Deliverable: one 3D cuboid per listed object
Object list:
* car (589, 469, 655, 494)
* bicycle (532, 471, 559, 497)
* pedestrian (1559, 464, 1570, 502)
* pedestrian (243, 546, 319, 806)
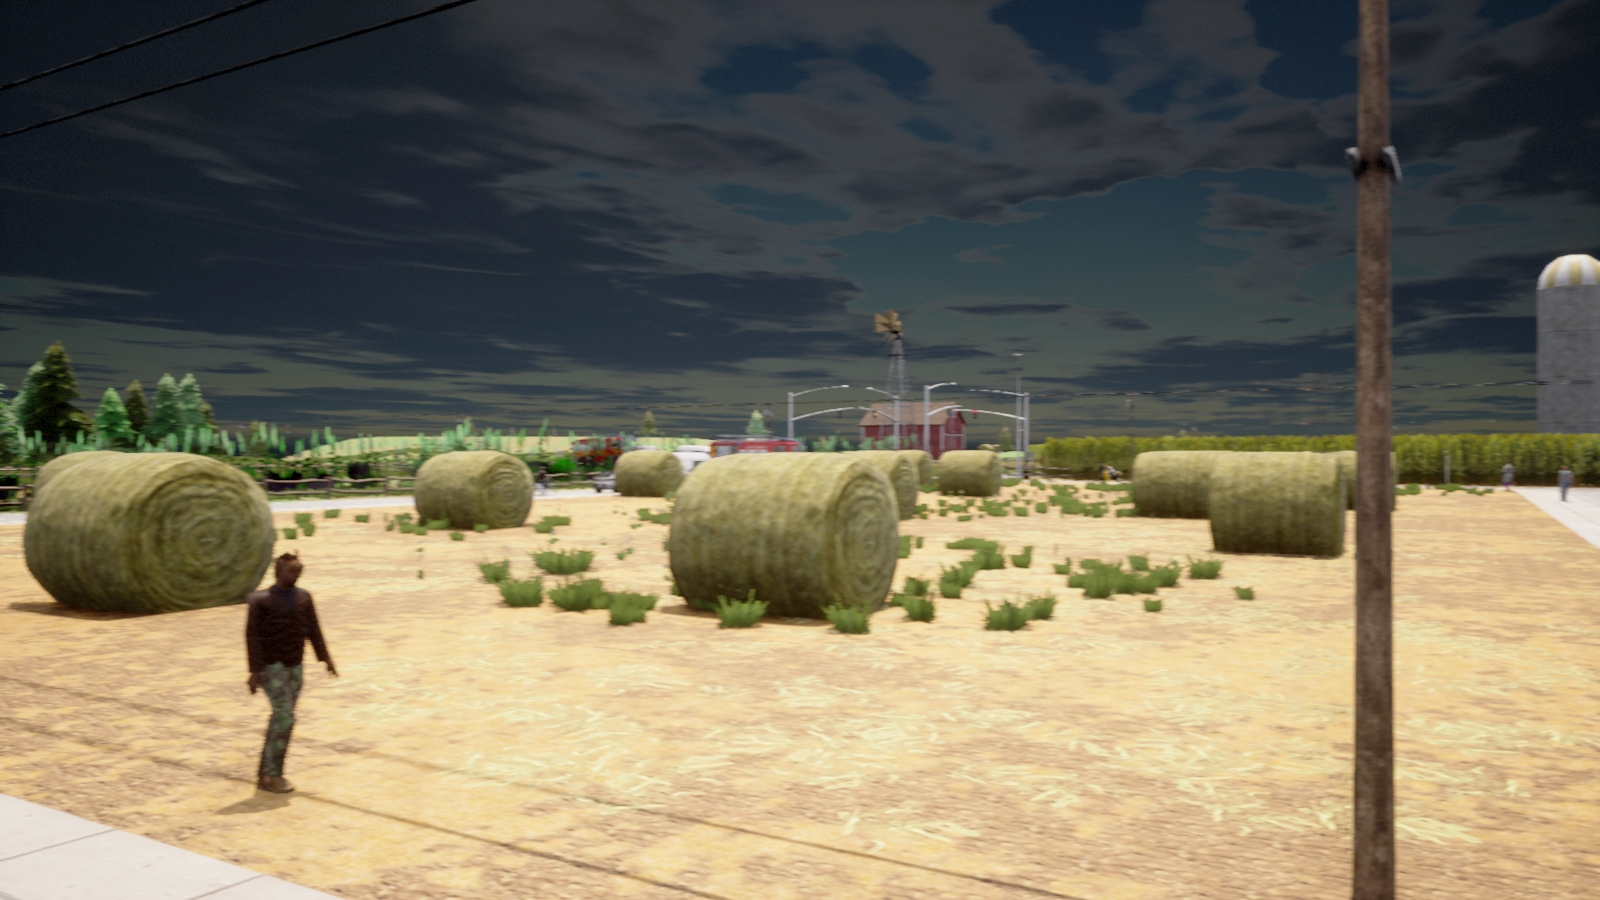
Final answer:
[{"bbox_3d":[-11.318,2.000,73.055,1.816,1.474,4.193,0,0,34],"label":"car"},{"bbox_3d":[-15.020,1.998,67.511,0.329,1.471,1.835,0,0,34],"label":"bicycle"},{"bbox_3d":[38.096,1.633,56.938,0.375,1.860,0.375,0,0,-44],"label":"pedestrian"},{"bbox_3d":[-3.920,1.678,8.636,0.375,1.860,0.375,0,0,30],"label":"pedestrian"}]
